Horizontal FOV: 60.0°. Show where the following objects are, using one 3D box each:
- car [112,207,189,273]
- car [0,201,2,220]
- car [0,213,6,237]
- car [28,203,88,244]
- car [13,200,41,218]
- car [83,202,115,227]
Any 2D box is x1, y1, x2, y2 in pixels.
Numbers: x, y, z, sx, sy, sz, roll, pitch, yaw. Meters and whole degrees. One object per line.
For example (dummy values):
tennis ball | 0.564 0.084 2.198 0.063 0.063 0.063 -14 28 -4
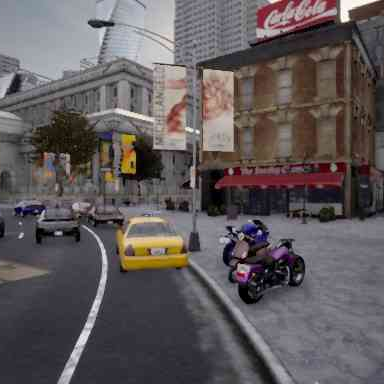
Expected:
car | -1.493 1.455 10.762 1.801 1.575 5.366 0 0 -15
car | -17.506 1.500 28.031 1.837 1.490 4.892 0 0 -39
car | -9.642 1.358 14.666 2.097 1.767 4.553 0 0 -22
car | -6.400 1.490 15.986 2.128 1.511 4.902 0 0 -22
car | -14.799 1.472 30.249 1.882 1.535 5.008 0 0 -39
car | -6.003 1.590 22.679 1.895 1.301 4.718 0 0 -25
